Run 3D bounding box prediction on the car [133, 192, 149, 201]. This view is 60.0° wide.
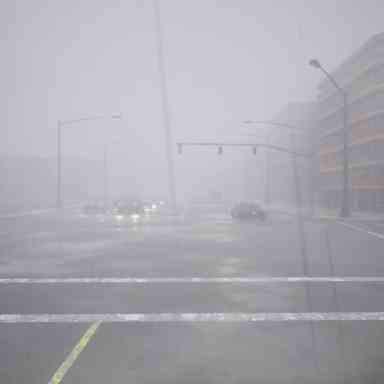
[{"bbox_3d":[-9.679,0.896,63.252,2.128,1.511,4.902,0,1,1],"label":"car"}]

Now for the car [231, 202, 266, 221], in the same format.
[{"bbox_3d":[4.450,1.512,26.693,1.994,1.385,4.181,0,0,-5],"label":"car"}]

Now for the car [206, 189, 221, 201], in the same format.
[{"bbox_3d":[4.478,0.593,65.100,2.150,2.045,5.566,0,1,0],"label":"car"}]

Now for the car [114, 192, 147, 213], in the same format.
[{"bbox_3d":[-6.323,1.226,34.571,2.097,1.767,4.553,0,1,0],"label":"car"}]

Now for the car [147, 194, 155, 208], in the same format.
[{"bbox_3d":[-6.293,1.277,43.453,1.812,1.442,4.674,0,1,0],"label":"car"}]

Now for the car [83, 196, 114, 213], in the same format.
[{"bbox_3d":[-9.821,1.225,34.915,2.097,1.767,4.553,0,1,0],"label":"car"}]

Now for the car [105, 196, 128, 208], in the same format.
[{"bbox_3d":[-9.793,1.314,43.557,1.994,1.385,4.181,0,1,0],"label":"car"}]

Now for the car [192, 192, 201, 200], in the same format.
[{"bbox_3d":[0.880,0.959,65.843,1.895,1.301,4.718,0,1,0],"label":"car"}]

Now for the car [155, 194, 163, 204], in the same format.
[{"bbox_3d":[-6.257,1.080,52.734,2.128,1.511,4.902,0,1,0],"label":"car"}]

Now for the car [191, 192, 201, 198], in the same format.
[{"bbox_3d":[0.912,0.649,75.820,2.033,1.411,5.357,0,1,0],"label":"car"}]

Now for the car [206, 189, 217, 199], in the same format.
[{"bbox_3d":[4.412,0.428,75.716,2.150,2.045,5.566,0,1,0],"label":"car"}]

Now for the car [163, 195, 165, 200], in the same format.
[{"bbox_3d":[-6.185,1.012,62.863,1.895,1.301,4.718,0,1,1],"label":"car"}]
